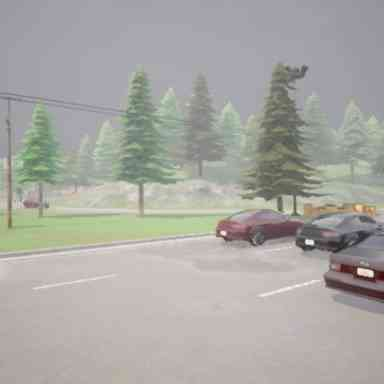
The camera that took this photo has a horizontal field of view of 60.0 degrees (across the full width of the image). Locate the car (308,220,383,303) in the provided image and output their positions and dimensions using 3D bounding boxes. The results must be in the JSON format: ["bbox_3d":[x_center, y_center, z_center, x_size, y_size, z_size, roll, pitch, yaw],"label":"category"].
[{"bbox_3d":[5.184,1.485,7.470,5.357,1.411,2.033,-1,0,-35],"label":"car"}]

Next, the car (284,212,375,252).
[{"bbox_3d":[5.694,1.440,12.125,4.674,1.442,1.812,-1,0,-35],"label":"car"}]

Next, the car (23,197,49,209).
[{"bbox_3d":[-20.271,1.416,43.270,1.882,1.535,5.008,-1,0,-45],"label":"car"}]

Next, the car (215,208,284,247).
[{"bbox_3d":[3.128,1.445,14.588,4.674,1.442,1.812,-1,0,-35],"label":"car"}]
